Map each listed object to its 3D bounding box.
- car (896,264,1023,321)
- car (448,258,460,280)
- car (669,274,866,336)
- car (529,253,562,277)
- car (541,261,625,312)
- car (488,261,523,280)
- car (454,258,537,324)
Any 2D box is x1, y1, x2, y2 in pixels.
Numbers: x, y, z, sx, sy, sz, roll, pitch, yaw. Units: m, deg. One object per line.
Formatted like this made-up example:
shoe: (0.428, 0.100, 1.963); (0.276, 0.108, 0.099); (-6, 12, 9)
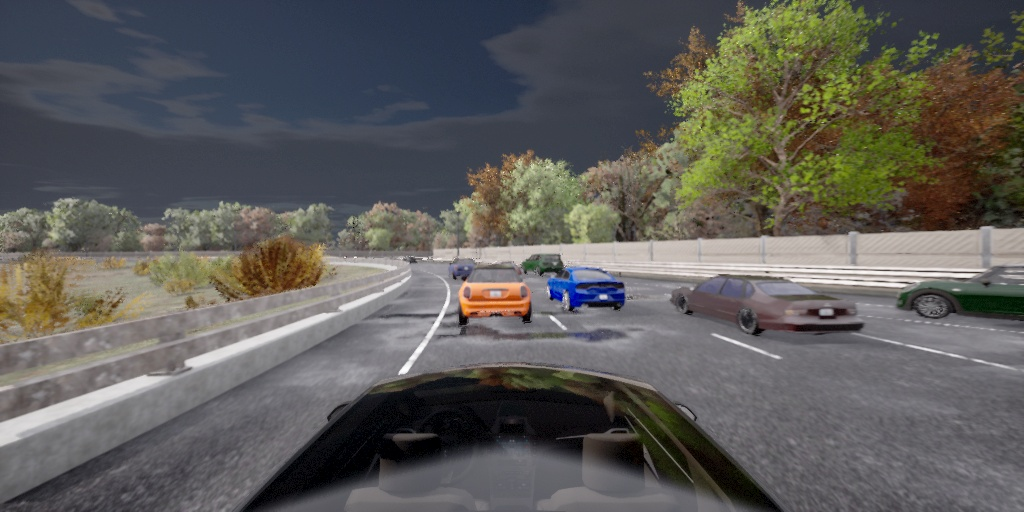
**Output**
car: (14.049, 0.992, 9.946); (2.097, 1.767, 4.553); (0, 0, -30)
car: (-4.094, 0.961, 29.808); (2.097, 1.767, 4.553); (0, 0, -15)
car: (6.559, 1.229, 10.155); (2.033, 1.411, 5.357); (0, 0, -3)
car: (2.683, 0.788, 32.830); (2.150, 2.045, 5.566); (0, 0, -21)
car: (2.653, 1.151, 13.976); (1.882, 1.535, 5.008); (0, 0, -7)
car: (-0.607, 1.158, 30.308); (1.994, 1.385, 4.181); (0, 0, -15)
car: (-0.650, 1.048, 11.969); (2.097, 1.767, 4.553); (0, 0, -5)
